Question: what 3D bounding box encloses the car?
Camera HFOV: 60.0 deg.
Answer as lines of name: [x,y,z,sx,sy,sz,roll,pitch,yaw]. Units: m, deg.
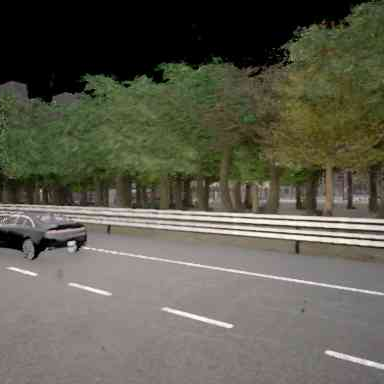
car: [-5.961,1.498,12.423,4.902,1.511,2.128,0,0,36]
